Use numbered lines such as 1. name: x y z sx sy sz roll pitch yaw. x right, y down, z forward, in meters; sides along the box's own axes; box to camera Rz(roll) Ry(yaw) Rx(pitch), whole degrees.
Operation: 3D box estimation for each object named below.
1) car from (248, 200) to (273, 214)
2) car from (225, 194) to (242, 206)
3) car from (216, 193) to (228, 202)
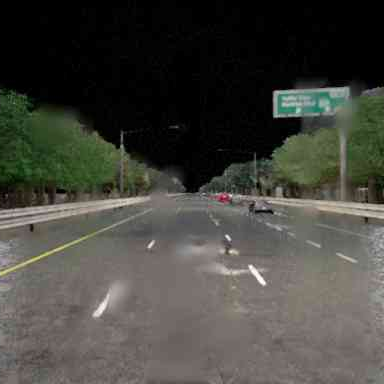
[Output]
1. car: 7.053 1.550 34.449 1.994 1.385 4.181 0 0 0
2. car: 7.090 1.464 54.627 2.128 1.511 4.902 0 0 0
3. car: 7.128 1.190 74.668 2.150 2.045 5.566 0 0 0
